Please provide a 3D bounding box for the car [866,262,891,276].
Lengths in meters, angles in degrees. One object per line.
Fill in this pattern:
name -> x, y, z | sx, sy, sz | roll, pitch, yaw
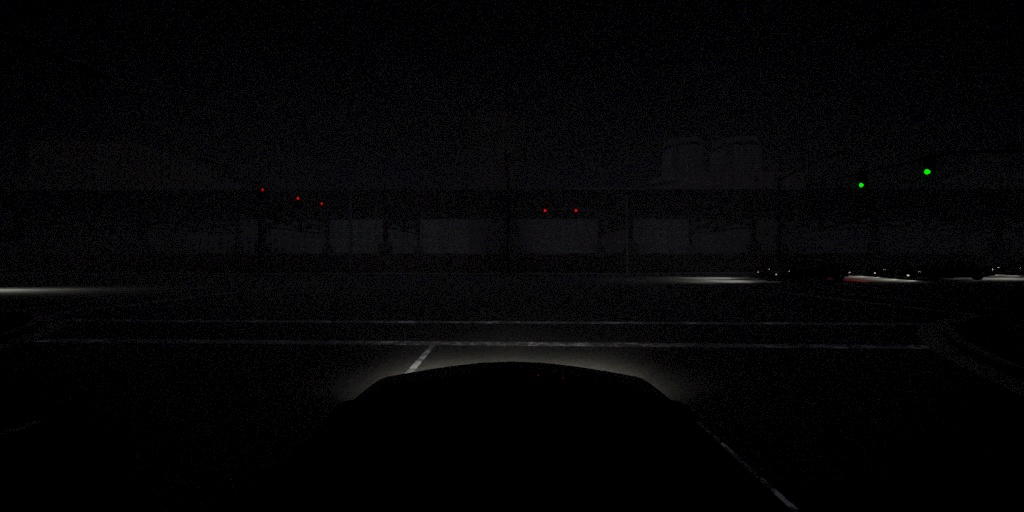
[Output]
car -> 32.850, 0.991, 29.754 | 5.357, 1.411, 2.033 | -1, 0, 1

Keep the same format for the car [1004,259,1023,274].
car -> 43.500, 0.816, 29.466 | 5.357, 1.411, 2.033 | -1, 0, 2

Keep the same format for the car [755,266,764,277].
car -> 23.110, 1.056, 30.011 | 4.902, 1.511, 2.128 | -1, 0, 2

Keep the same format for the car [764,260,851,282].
car -> 22.053, 1.070, 26.531 | 4.902, 1.511, 2.128 | -1, 0, 1

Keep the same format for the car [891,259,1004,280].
car -> 31.761, 1.010, 26.282 | 5.357, 1.411, 2.033 | -1, 0, 1
